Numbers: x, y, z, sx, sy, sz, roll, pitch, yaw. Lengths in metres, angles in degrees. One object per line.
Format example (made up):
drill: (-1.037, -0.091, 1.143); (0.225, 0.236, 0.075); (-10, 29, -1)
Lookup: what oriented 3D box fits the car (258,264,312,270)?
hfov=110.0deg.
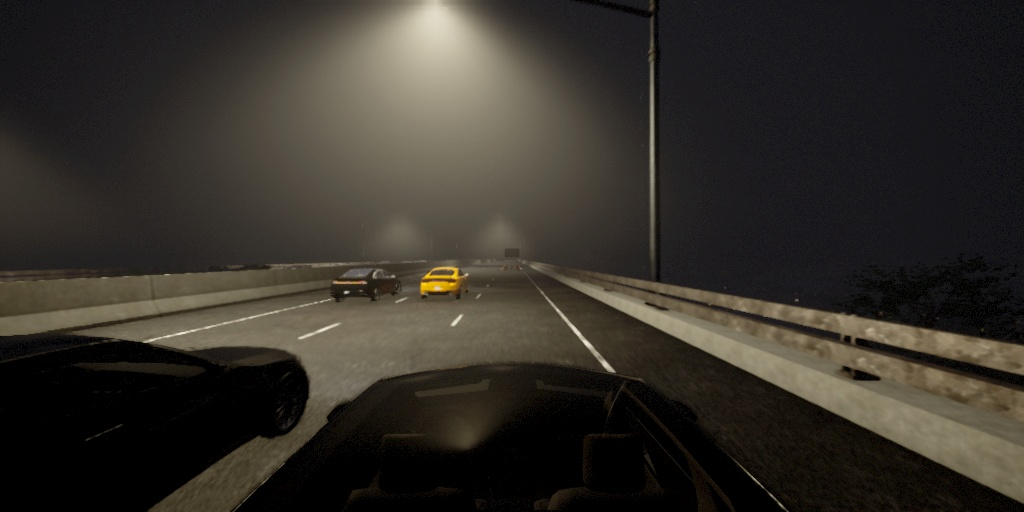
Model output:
car: (-17.593, 1.471, 29.222); (2.033, 1.411, 5.357); (0, 0, 0)

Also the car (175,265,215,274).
car: (-24.591, 1.470, 29.088); (2.033, 1.411, 5.357); (0, 0, 0)

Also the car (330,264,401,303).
car: (-6.904, 1.342, 17.406); (2.128, 1.511, 4.902); (0, 0, 0)

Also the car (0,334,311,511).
car: (-3.400, 1.281, 2.502); (1.812, 1.442, 4.674); (0, 0, 0)

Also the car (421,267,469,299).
car: (-3.404, 1.338, 18.959); (1.882, 1.535, 5.008); (0, 0, 0)

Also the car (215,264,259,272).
car: (-21.090, 1.429, 29.268); (1.837, 1.490, 4.892); (0, -1, 0)

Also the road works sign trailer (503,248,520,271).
road works sign trailer: (-0.013, 0.543, 56.652); (2.380, 3.560, 2.880); (0, 0, 0)
